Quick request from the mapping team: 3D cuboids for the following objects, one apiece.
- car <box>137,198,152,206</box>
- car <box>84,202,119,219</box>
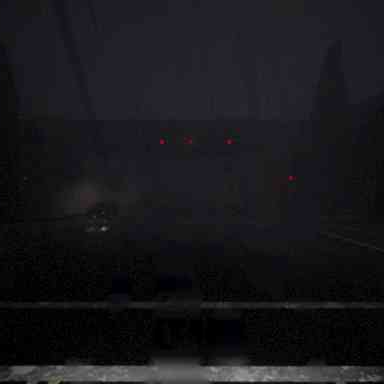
[{"bbox_3d":[-7.545,1.584,53.456,1.895,1.301,4.718,0,0,0],"label":"car"},{"bbox_3d":[-7.702,1.549,29.010,2.033,1.411,5.357,0,0,0],"label":"car"}]
